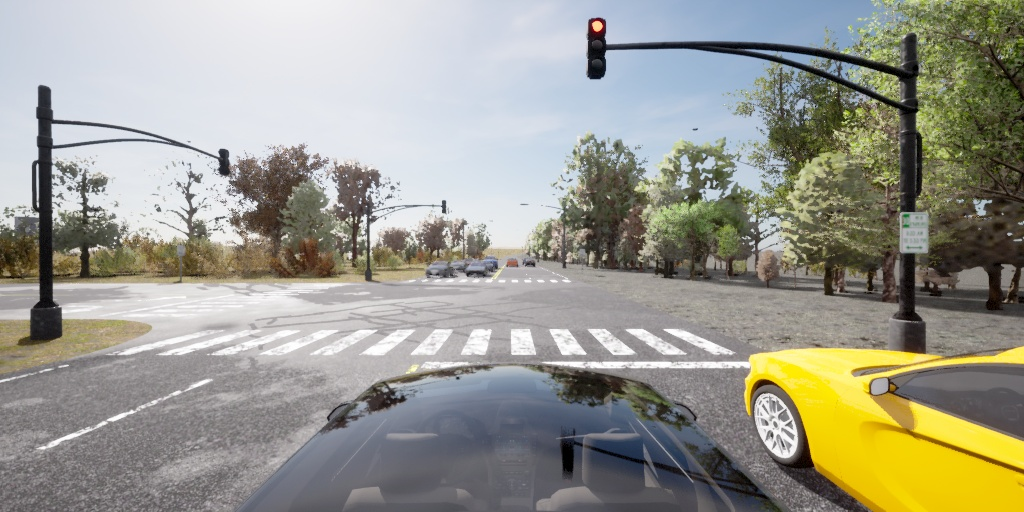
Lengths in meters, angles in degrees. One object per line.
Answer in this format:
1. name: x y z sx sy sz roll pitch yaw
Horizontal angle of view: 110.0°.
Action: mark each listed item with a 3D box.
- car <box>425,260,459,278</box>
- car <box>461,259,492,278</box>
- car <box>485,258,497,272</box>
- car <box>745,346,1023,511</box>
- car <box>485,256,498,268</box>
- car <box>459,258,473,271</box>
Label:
1. car: -6.636 1.241 33.261 2.128 1.511 4.902 0 0 1
2. car: -3.352 1.297 34.965 2.033 1.411 5.357 0 0 0
3. car: -3.349 1.314 45.026 1.994 1.385 4.181 0 0 0
4. car: 3.363 1.195 1.727 1.882 1.535 5.008 0 1 0
5. car: -3.344 0.973 56.274 2.150 2.045 5.566 0 0 0
6. car: -6.600 1.242 44.885 2.128 1.511 4.902 0 0 0
